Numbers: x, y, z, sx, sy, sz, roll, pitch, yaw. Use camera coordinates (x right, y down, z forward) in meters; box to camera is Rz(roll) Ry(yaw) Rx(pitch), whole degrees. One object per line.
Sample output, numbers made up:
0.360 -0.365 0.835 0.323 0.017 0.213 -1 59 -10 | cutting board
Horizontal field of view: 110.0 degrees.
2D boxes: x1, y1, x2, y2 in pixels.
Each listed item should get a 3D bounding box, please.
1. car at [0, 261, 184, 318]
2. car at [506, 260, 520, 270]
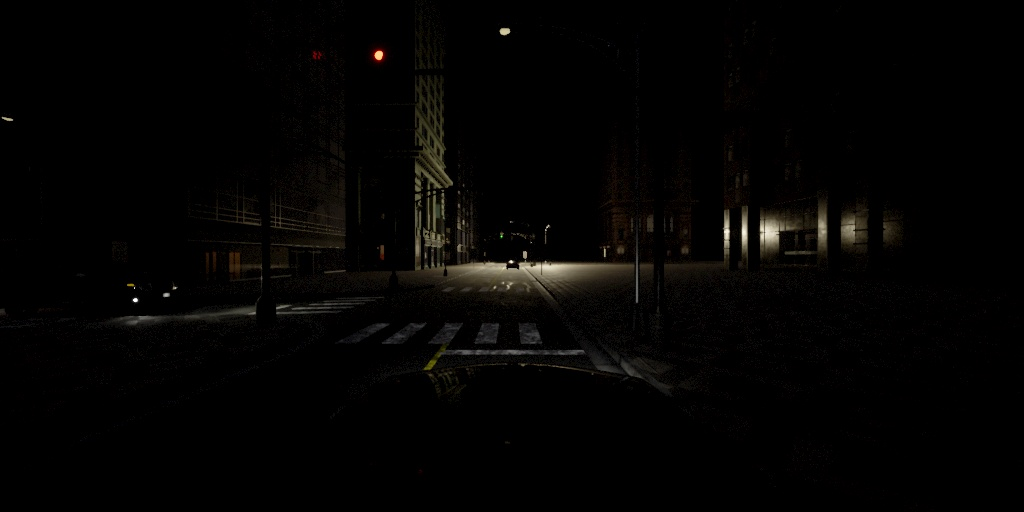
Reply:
-16.103 1.192 13.818 5.566 2.045 2.150 -1 0 0 | car
0.117 1.325 53.436 1.994 1.385 4.181 0 0 0 | car
